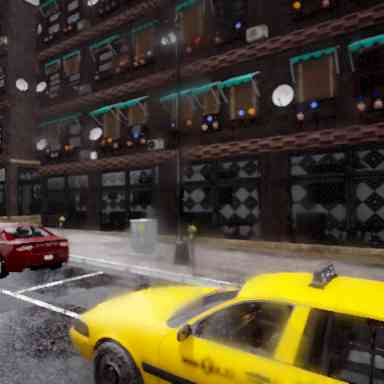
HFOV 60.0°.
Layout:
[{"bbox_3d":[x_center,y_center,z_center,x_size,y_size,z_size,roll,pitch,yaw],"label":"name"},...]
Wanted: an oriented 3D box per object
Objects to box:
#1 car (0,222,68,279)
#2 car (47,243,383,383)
[{"bbox_3d":[-5.579,1.583,10.026,4.507,1.381,1.887,0,-2,35],"label":"car"},{"bbox_3d":[0.973,1.472,3.250,5.366,1.575,1.801,0,0,35],"label":"car"}]
